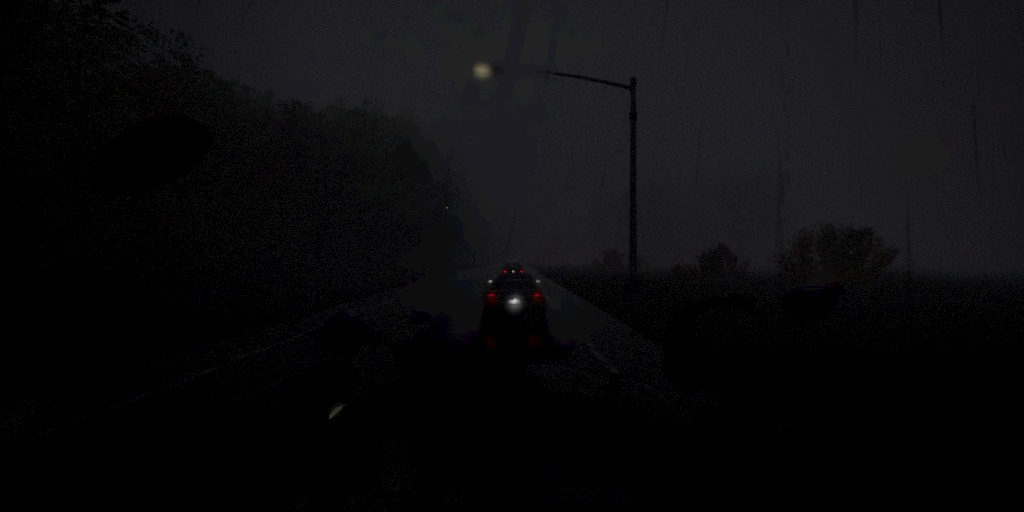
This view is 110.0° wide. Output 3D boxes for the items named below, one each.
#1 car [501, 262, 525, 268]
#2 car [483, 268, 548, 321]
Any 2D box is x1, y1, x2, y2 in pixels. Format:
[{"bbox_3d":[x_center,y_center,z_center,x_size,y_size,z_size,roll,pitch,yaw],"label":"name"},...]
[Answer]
[{"bbox_3d":[0.096,1.237,29.781,2.033,1.411,5.357,0,0,0],"label":"car"},{"bbox_3d":[0.094,1.291,12.272,1.994,1.385,4.181,0,0,0],"label":"car"}]
